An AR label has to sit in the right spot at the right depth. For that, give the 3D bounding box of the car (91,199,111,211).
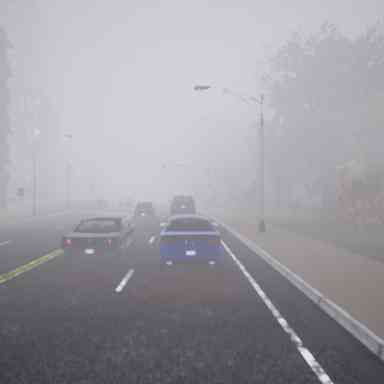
[{"bbox_3d":[-11.766,1.671,43.170,1.837,1.490,4.892,0,0,-5],"label":"car"}]

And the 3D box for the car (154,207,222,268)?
[{"bbox_3d":[-0.095,1.513,11.496,1.882,1.535,5.008,0,0,-1],"label":"car"}]

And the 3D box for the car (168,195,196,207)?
[{"bbox_3d":[-0.853,1.303,29.179,2.150,2.045,5.566,0,0,-3],"label":"car"}]

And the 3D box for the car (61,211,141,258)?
[{"bbox_3d":[-3.380,1.642,13.012,1.895,1.301,4.718,0,0,-2],"label":"car"}]

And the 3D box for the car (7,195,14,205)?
[{"bbox_3d":[-28.123,1.343,46.544,4.829,1.417,1.752,1,-1,-13],"label":"car"}]

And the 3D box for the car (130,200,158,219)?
[{"bbox_3d":[-4.157,1.591,29.817,1.837,1.490,4.892,0,0,-4],"label":"car"}]

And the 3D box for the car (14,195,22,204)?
[{"bbox_3d":[-30.463,1.231,54.776,4.097,1.590,1.967,1,-1,-13],"label":"car"}]
